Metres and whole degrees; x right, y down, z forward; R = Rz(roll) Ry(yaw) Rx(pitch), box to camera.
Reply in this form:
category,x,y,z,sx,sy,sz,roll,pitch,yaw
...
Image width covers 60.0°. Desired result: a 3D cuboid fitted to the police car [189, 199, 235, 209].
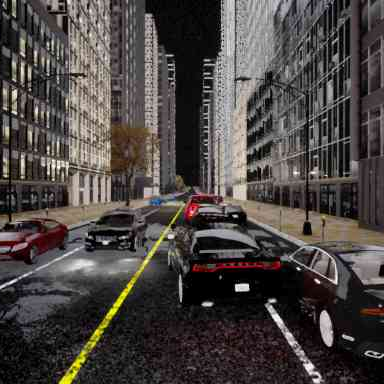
category,x,y,z,sx,sy,sz,roll,pitch,yaw
police car,0.930,1.422,18.321,1.930,1.638,5.238,0,0,0

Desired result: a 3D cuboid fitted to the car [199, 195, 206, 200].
category,x,y,z,sx,sy,sz,roll,pitch,yaw
car,2.835,1.493,91.396,1.947,1.339,4.313,0,0,0

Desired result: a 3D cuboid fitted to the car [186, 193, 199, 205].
category,x,y,z,sx,sy,sz,roll,pitch,yaw
car,0.095,1.193,58.738,2.150,2.045,5.566,0,0,0

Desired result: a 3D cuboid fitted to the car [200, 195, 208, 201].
category,x,y,z,sx,sy,sz,roll,pitch,yaw
car,2.817,1.471,80.169,1.752,1.417,4.829,0,0,0

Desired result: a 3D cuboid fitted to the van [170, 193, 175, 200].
category,x,y,z,sx,sy,sz,roll,pitch,yaw
van,-5.547,1.268,91.413,1.690,1.788,3.998,0,0,0

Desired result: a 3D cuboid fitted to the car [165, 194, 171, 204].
category,x,y,z,sx,sy,sz,roll,pitch,yaw
car,-5.592,1.518,62.920,2.008,1.369,4.403,0,0,0

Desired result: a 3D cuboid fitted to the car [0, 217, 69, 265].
category,x,y,z,sx,sy,sz,roll,pitch,yaw
car,-5.676,1.580,11.640,1.802,1.307,4.206,0,0,0

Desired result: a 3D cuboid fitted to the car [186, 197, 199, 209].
category,x,y,z,sx,sy,sz,roll,pitch,yaw
car,0.097,1.508,45.771,1.812,1.442,4.674,0,0,1

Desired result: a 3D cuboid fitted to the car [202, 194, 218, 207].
category,x,y,z,sx,sy,sz,roll,pitch,yaw
car,2.768,1.293,51.508,2.192,1.841,5.009,0,0,0

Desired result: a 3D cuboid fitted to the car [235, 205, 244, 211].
category,x,y,z,sx,sy,sz,roll,pitch,yaw
car,2.723,1.561,23.017,1.947,1.339,4.313,0,0,0

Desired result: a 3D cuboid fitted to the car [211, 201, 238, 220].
category,x,y,z,sx,sy,sz,roll,pitch,yaw
car,2.733,1.538,28.715,1.887,1.381,4.507,0,0,0

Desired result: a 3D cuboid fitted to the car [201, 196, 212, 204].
category,x,y,z,sx,sy,sz,roll,pitch,yaw
car,2.788,1.512,62.904,1.887,1.381,4.507,0,0,0

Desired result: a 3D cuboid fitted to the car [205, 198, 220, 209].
category,x,y,z,sx,sy,sz,roll,pitch,yaw
car,2.761,1.527,45.809,1.887,1.381,4.507,0,0,0

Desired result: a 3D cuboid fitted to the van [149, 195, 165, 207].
category,x,y,z,sx,sy,sz,roll,pitch,yaw
van,-5.612,1.319,51.526,1.690,1.788,3.998,0,0,0

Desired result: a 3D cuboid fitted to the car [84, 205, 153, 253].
category,x,y,z,sx,sy,sz,roll,pitch,yaw
car,-2.978,1.503,13.887,1.837,1.490,4.892,0,0,0

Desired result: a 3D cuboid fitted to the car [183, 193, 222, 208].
category,x,y,z,sx,sy,sz,roll,pitch,yaw
car,0.600,1.217,24.201,2.150,2.045,5.566,0,0,-2

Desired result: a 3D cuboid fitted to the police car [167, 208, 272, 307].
category,x,y,z,sx,sy,sz,roll,pitch,yaw
police car,0.470,1.424,8.221,1.930,1.638,5.238,0,0,-9

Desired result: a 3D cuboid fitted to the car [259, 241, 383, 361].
category,x,y,z,sx,sy,sz,roll,pitch,yaw
car,2.695,1.550,5.922,2.008,1.369,4.403,0,0,0
